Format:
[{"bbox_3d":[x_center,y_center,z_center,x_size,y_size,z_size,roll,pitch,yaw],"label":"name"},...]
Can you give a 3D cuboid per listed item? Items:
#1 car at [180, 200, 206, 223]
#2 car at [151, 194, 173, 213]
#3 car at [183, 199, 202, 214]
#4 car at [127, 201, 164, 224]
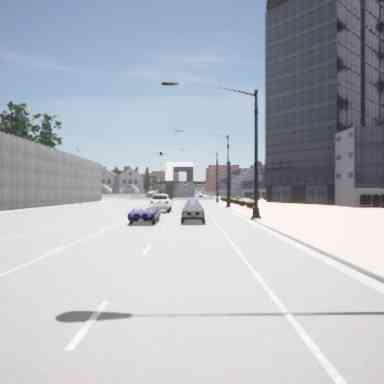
[{"bbox_3d":[0.078,1.558,25.590,2.033,1.411,5.357,0,0,0],"label":"car"},{"bbox_3d":[-3.436,1.238,37.827,2.150,2.045,5.566,0,0,0],"label":"car"},{"bbox_3d":[0.062,1.562,37.558,2.033,1.411,5.357,0,0,0],"label":"car"},{"bbox_3d":[-3.428,1.611,24.566,1.895,1.301,4.718,0,0,0],"label":"car"}]
